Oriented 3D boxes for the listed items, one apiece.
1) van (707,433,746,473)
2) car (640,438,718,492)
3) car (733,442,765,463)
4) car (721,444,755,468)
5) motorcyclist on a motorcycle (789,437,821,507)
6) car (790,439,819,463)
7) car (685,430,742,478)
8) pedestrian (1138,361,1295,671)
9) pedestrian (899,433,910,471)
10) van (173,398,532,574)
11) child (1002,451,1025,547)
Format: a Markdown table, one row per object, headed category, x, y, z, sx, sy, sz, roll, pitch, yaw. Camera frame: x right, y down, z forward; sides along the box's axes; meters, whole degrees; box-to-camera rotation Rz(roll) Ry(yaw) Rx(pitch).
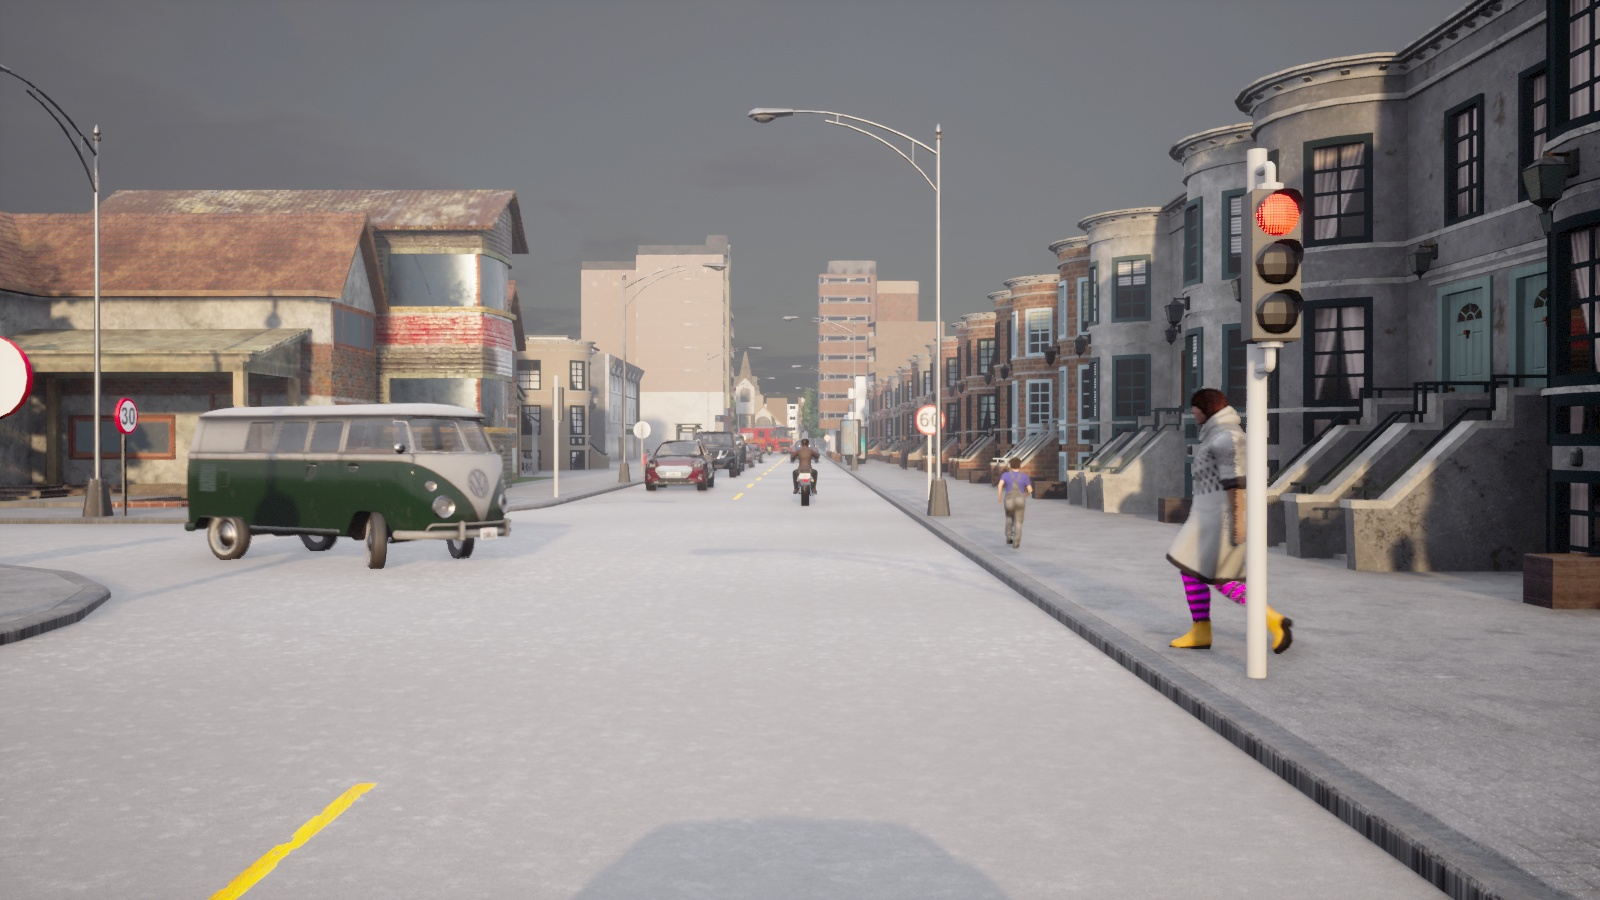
| category | x | y | z | sx | sy | sz | roll | pitch | yaw |
| --- | --- | --- | --- | --- | --- | --- | --- | --- | --- |
| van | -3.767 | 0.125 | 65.193 | 1.775 | 1.987 | 4.442 | 0 | 1 | 0 |
| car | -3.853 | 0.443 | 40.826 | 2.033 | 1.649 | 4.856 | 0 | 0 | 0 |
| car | -3.669 | 0.181 | 91.747 | 2.128 | 1.511 | 4.902 | 0 | 0 | 0 |
| car | -3.732 | 0.339 | 76.100 | 1.812 | 1.442 | 4.674 | 0 | 0 | 0 |
| motorcyclist on a motorcycle | 0.125 | 0.523 | 30.784 | 0.766 | 1.649 | 2.350 | 0 | 0 | 0 |
| car | 0.342 | 0.071 | 94.667 | 2.097 | 1.767 | 4.553 | 0 | 0 | 0 |
| car | -3.803 | 0.147 | 55.891 | 2.150 | 2.045 | 5.566 | 0 | 0 | 0 |
| pedestrian | 2.792 | 0.411 | 8.402 | 0.873 | 1.952 | 0.659 | 0 | 0 | 30 |
| pedestrian | 5.328 | 0.098 | 64.125 | 0.423 | 1.949 | 0.788 | 0 | 0 | 13 |
| van | -5.743 | 0.403 | 16.013 | 4.442 | 1.987 | 1.775 | 0 | 0 | 28 |
| child | 2.848 | 0.644 | 16.731 | 0.270 | 1.263 | 0.437 | 0 | 0 | 14 |
